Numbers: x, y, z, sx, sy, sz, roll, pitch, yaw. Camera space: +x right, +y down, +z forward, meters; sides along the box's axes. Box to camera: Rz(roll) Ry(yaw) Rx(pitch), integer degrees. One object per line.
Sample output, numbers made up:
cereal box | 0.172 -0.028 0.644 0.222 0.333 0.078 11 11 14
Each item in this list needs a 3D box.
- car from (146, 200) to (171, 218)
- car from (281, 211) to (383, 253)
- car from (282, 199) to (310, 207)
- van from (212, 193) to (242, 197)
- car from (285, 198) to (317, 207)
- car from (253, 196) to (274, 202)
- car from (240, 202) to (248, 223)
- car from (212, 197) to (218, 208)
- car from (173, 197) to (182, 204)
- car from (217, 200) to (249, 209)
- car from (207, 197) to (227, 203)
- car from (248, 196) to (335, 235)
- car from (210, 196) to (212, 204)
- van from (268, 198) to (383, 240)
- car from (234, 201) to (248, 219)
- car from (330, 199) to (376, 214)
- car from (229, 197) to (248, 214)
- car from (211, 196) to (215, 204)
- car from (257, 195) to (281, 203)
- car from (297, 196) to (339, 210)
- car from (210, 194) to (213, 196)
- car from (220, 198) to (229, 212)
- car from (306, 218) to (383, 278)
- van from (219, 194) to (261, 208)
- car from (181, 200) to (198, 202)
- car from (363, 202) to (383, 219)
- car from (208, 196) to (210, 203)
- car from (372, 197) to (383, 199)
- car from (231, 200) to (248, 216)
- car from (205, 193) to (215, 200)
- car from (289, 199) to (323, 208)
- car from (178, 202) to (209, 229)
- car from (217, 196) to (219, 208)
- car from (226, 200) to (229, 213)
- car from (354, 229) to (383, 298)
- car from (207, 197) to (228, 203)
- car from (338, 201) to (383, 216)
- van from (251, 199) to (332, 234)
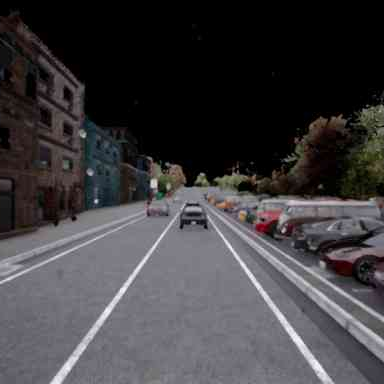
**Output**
car | -3.336 1.602 33.643 2.097 1.767 4.553 0 0 0
car | 6.086 1.625 12.121 4.892 1.521 2.231 0 0 0
car | 19.365 1.967 62.203 4.674 1.452 2.002 0 0 0
van | 6.388 1.688 59.437 4.442 1.987 1.878 0 0 0
car | 19.357 1.914 59.418 5.008 1.535 2.097 0 0 0
car | 19.283 1.945 90.197 5.366 1.575 1.946 0 1 0
car | 6.128 1.703 23.253 4.892 1.521 2.231 0 0 0
car | 6.044 1.853 48.303 5.366 1.575 1.946 0 0 0
car | -3.302 1.859 74.989 1.812 1.442 4.674 0 0 0
car | 6.242 1.912 51.086 4.674 1.452 2.002 0 0 0
car | 6.360 1.990 84.498 5.008 1.535 2.097 0 0 0
car | 6.085 1.412 17.688 5.566 2.045 2.435 0 0 0
car | 6.288 1.928 62.220 4.892 1.521 2.231 0 0 0
van | 5.987 1.418 15.030 4.442 1.987 1.878 0 0 0
car | 6.331 1.717 26.035 5.366 1.575 1.946 0 0 0
car | 19.246 1.684 39.926 4.553 1.767 2.185 0 0 0
car | 6.135 1.632 31.605 4.553 1.767 2.185 0 0 0
car | 6.266 1.900 56.653 5.008 1.535 2.097 0 0 0
car | 19.475 1.738 84.617 5.566 2.045 2.435 0 0 0
car | 19.292 1.621 51.064 5.566 2.045 2.435 0 0 0
car | 6.262 1.815 65.129 4.553 1.767 2.185 0 0 0
car | 6.169 1.839 39.952 4.792 1.488 2.163 0 0 0
car | 6.053 1.634 9.337 4.792 1.488 2.163 0 0 0
van | 6.091 1.600 42.801 4.442 1.987 1.878 0 0 0
car | 0.109 1.791 41.614 2.128 1.511 4.902 0 0 0
car | 19.252 1.759 31.569 4.892 1.521 2.231 0 0 0
car | 6.489 1.949 67.785 5.366 1.575 1.946 0 0 0
car | 19.229 1.524 34.355 5.566 2.045 2.435 0 0 0
car | 6.162 1.740 28.819 4.892 1.521 2.231 0 0 0
car | 6.353 1.726 73.354 5.566 2.045 2.435 0 0 0
car | 19.347 1.901 56.633 4.892 1.521 2.231 0 0 0
car | 0.107 1.685 23.288 1.837 1.490 4.892 0 0 0
car | 6.188 1.715 45.520 4.553 1.767 2.185 0 0 0
car | 6.179 1.815 34.386 4.674 1.452 2.002 0 0 0
car | 6.074 1.625 6.554 4.674 1.452 2.002 0 0 0
car | 6.351 1.998 81.708 5.008 1.535 2.097 0 0 0
car | 19.272 1.792 37.140 5.008 1.535 2.097 0 0 0
van | 6.007 1.457 20.472 4.442 1.987 1.878 0 0 0
